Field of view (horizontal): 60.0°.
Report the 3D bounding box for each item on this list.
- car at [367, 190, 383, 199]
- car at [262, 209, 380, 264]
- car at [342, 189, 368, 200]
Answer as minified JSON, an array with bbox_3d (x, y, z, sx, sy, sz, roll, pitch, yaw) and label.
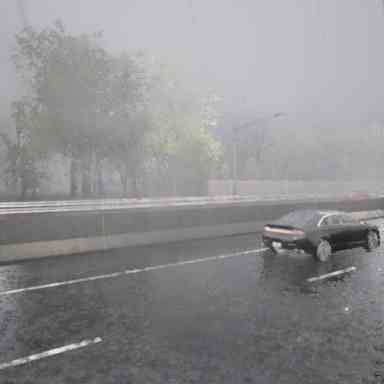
[{"bbox_3d":[29.291,0.766,50.736,4.892,1.490,1.837,-1,1,-35],"label":"car"},{"bbox_3d":[4.526,1.343,11.350,4.902,1.511,2.128,-1,0,-35],"label":"car"},{"bbox_3d":[26.129,0.502,52.775,5.566,2.045,2.150,-1,1,-35],"label":"car"}]
